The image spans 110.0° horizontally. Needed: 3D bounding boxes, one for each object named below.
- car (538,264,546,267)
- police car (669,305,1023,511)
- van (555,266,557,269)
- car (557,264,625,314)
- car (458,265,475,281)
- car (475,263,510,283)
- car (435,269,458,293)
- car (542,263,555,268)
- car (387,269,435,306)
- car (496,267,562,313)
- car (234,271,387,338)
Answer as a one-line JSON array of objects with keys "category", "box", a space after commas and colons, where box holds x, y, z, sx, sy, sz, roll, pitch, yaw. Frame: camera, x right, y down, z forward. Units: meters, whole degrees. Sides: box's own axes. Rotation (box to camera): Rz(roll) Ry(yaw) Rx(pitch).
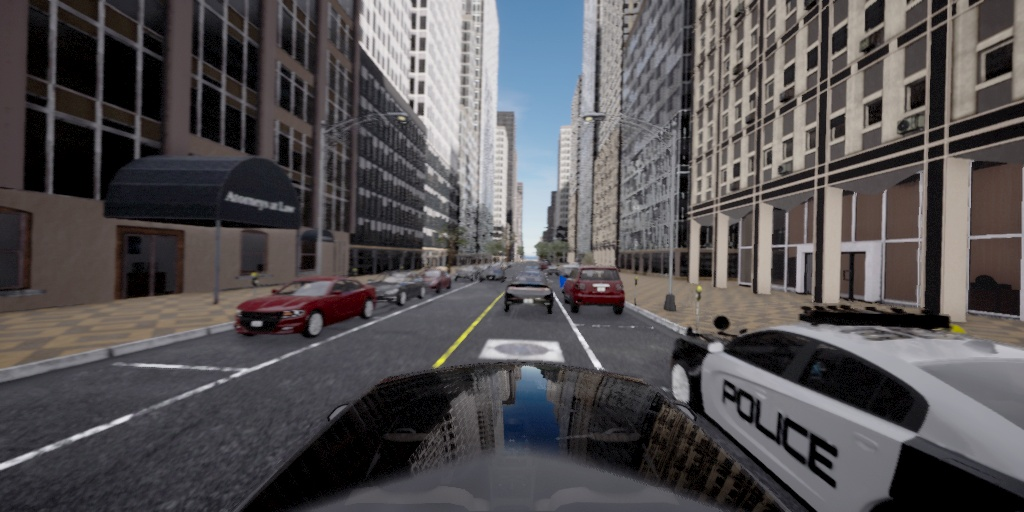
[{"category": "car", "box": [1.723, 1.674, 32.455, 2.033, 1.411, 5.357, 1, -1, 3]}, {"category": "police car", "box": [3.088, 1.273, 3.258, 1.930, 1.638, 5.238, 1, -1, 3]}, {"category": "van", "box": [3.629, 1.393, 20.839, 1.690, 1.789, 3.998, 0, 0, 3]}, {"category": "car", "box": [3.304, 1.297, 15.165, 2.192, 1.841, 5.009, 0, 0, 3]}, {"category": "car", "box": [-4.085, 1.525, 32.669, 2.007, 1.370, 4.403, 0, 0, 3]}, {"category": "car", "box": [-1.575, 1.583, 30.609, 1.994, 1.385, 4.181, 1, -1, 4]}, {"category": "car", "box": [-4.735, 1.417, 21.321, 1.802, 1.307, 4.207, 0, 0, 3]}, {"category": "car", "box": [4.930, 1.881, 43.534, 2.007, 1.370, 4.403, 0, 0, 3]}, {"category": "car", "box": [-5.061, 1.316, 15.647, 2.007, 1.370, 4.403, 0, 0, 3]}, {"category": "car", "box": [0.723, 1.405, 15.047, 2.128, 1.511, 4.902, 1, -1, 3]}, {"category": "car", "box": [-5.385, 1.241, 9.973, 1.888, 1.381, 4.507, 0, 0, 3]}]
